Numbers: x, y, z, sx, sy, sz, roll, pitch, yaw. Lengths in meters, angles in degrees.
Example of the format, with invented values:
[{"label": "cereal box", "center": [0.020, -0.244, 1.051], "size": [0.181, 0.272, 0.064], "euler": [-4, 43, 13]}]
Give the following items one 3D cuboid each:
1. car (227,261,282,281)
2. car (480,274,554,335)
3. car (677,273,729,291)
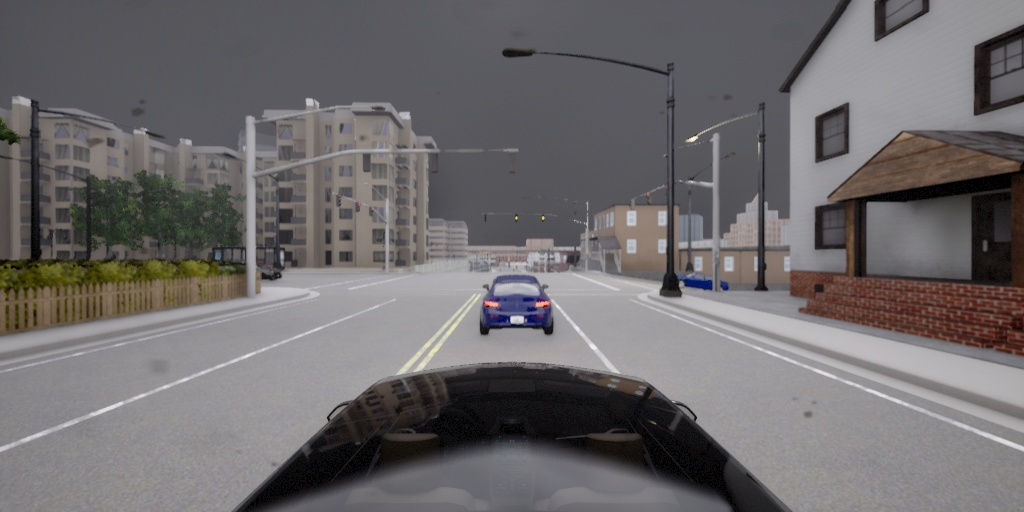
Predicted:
[{"label": "car", "center": [-19.881, 1.170, 26.791], "size": [4.892, 1.490, 1.837], "euler": [1, 0, 1]}, {"label": "car", "center": [0.109, 1.248, 10.295], "size": [1.812, 1.442, 4.674], "euler": [0, 0, 0]}, {"label": "car", "center": [15.375, 2.119, 29.983], "size": [5.008, 1.535, 1.882], "euler": [8, 0, 1]}]
